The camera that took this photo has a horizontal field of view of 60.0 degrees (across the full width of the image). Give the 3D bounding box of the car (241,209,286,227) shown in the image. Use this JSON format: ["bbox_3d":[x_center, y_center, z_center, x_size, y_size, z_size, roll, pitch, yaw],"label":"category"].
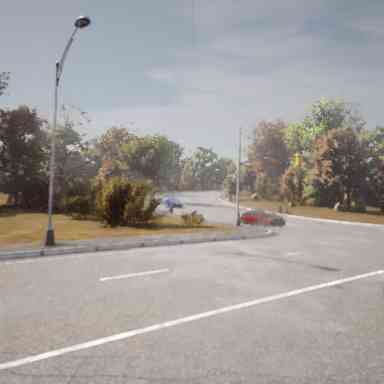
[{"bbox_3d":[5.881,2.138,27.775,1.994,1.385,4.181,3,-1,-26],"label":"car"}]

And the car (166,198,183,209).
[{"bbox_3d":[-2.739,1.677,50.921,1.882,1.535,5.008,2,1,-15],"label":"car"}]
